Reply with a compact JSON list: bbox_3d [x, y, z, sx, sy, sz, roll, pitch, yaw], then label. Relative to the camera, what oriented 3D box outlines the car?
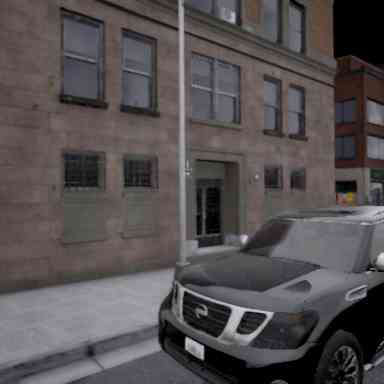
[{"bbox_3d":[2.194,1.269,5.148,5.566,2.045,2.150,0,-1,-38],"label":"car"}]
